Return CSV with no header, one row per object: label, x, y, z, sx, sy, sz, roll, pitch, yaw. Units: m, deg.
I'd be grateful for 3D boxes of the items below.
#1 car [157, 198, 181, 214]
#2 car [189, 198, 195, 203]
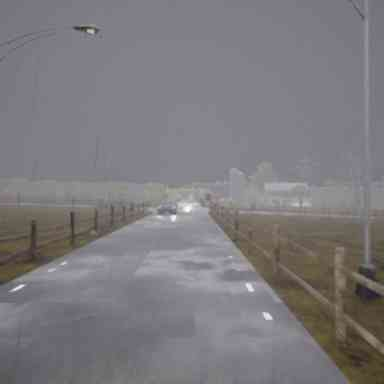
car,-2.737,1.663,38.149,2.097,1.767,4.553,0,-1,0
car,0.032,2.400,92.867,2.033,1.411,5.357,0,-1,0
